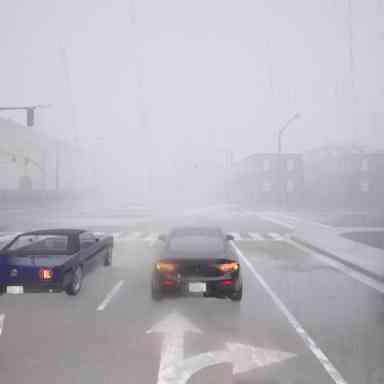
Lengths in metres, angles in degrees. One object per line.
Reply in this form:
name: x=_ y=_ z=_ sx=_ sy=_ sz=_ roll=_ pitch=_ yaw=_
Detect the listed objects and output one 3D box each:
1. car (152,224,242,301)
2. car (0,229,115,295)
car: x=0.101 y=1.525 z=8.200 sx=1.812 sy=1.442 sz=4.674 roll=0 pitch=0 yaw=0
car: x=-3.397 y=1.600 z=8.633 sx=1.895 sy=1.301 sz=4.718 roll=0 pitch=0 yaw=0
